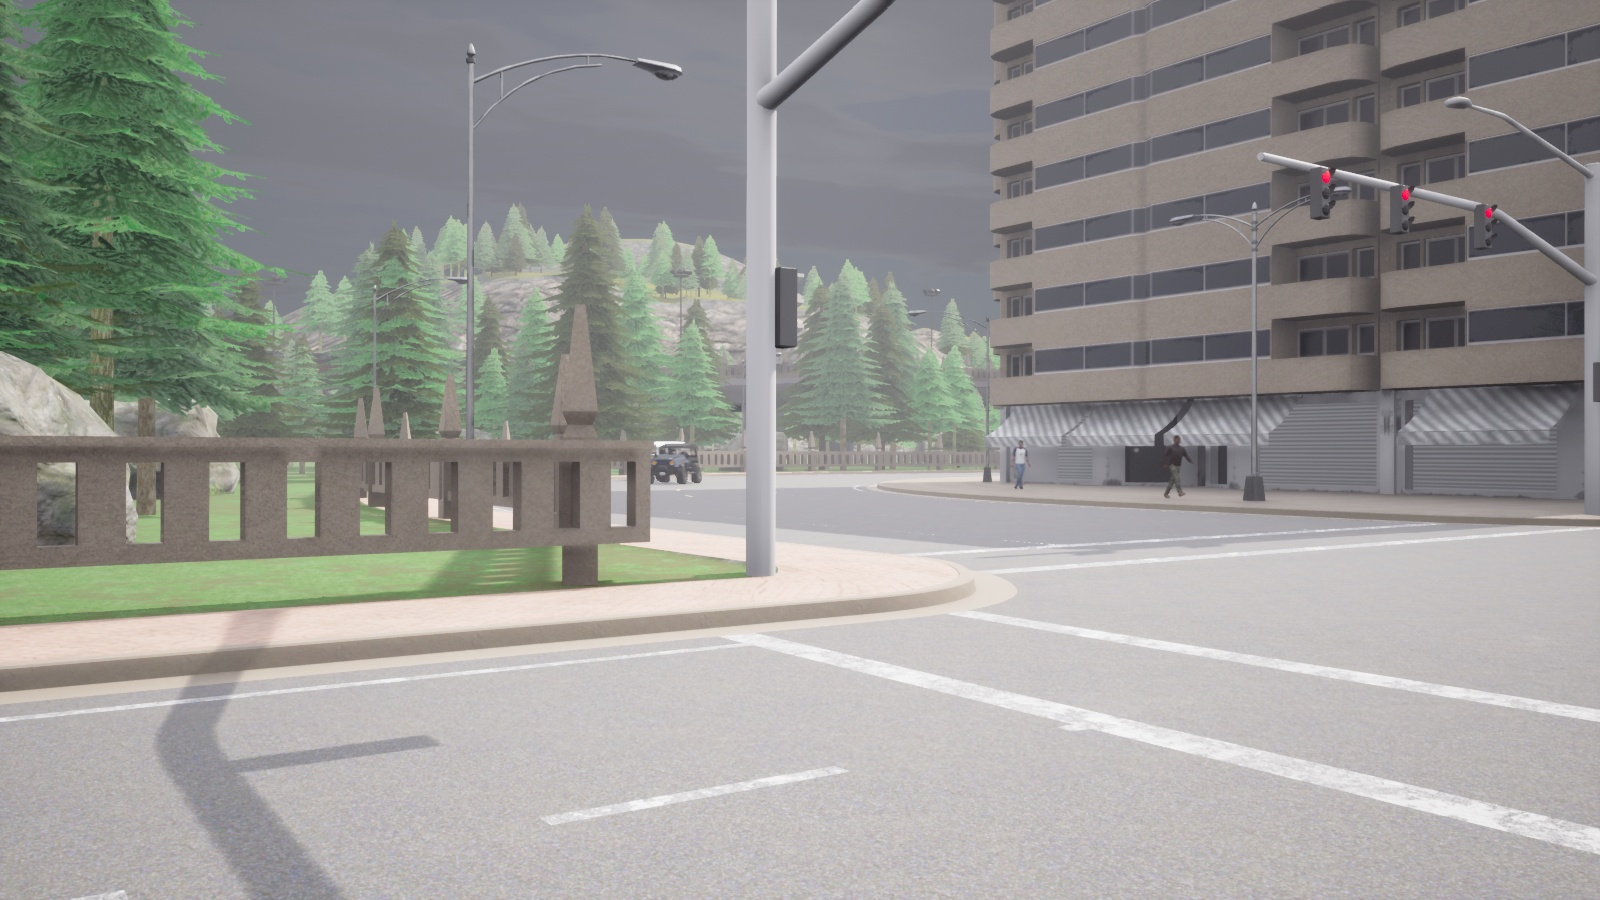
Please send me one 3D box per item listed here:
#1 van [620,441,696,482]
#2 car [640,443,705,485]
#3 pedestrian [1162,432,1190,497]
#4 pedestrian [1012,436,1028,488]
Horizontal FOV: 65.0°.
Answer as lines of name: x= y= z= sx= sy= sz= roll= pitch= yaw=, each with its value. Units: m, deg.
van: x=-7.364 y=0.589 z=65.659 sx=2.069 sy=2.038 sz=4.480 roll=0 pitch=0 yaw=21
car: x=-5.829 y=0.639 z=57.879 sx=1.905 sy=1.878 sz=3.866 roll=0 pitch=0 yaw=11
pedestrian: x=10.652 y=0.408 z=35.571 sx=0.431 sy=1.840 sz=0.703 roll=0 pitch=0 yaw=-19
pedestrian: x=7.883 y=0.437 z=45.008 sx=0.354 sy=1.836 sz=0.706 roll=0 pitch=0 yaw=-10
